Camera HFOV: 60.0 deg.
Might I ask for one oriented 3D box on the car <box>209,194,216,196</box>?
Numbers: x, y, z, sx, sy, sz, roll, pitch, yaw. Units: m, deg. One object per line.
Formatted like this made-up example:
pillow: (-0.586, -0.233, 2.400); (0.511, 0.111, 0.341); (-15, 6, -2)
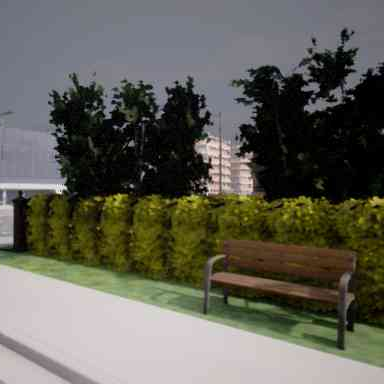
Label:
car: (3.044, 0.733, 63.493); (1.994, 1.385, 4.181); (0, 1, 36)
